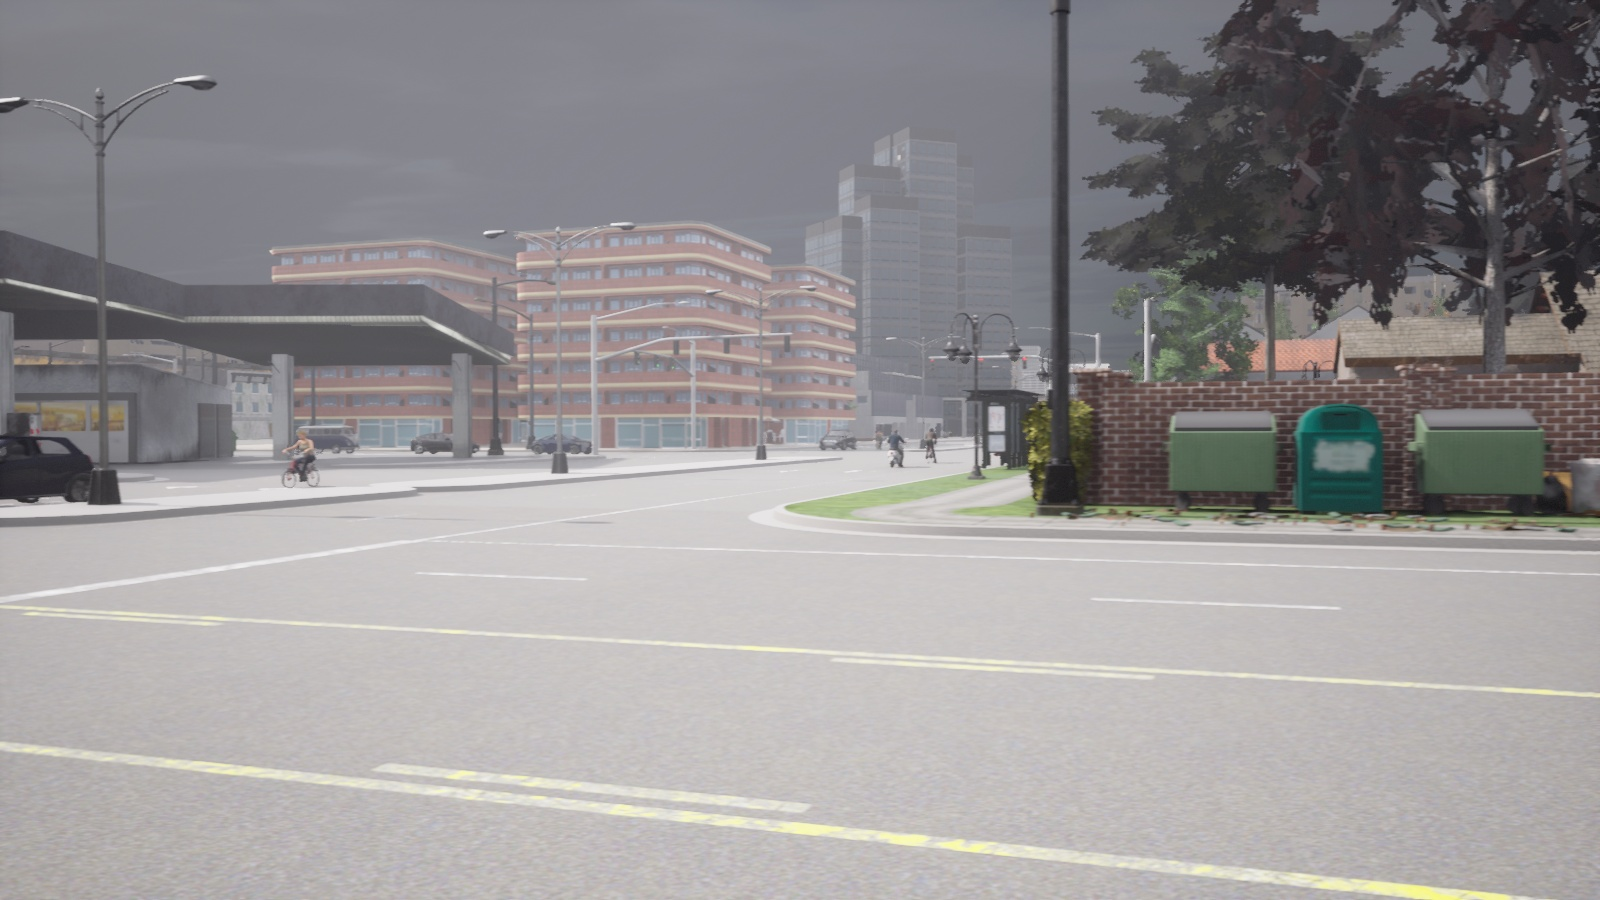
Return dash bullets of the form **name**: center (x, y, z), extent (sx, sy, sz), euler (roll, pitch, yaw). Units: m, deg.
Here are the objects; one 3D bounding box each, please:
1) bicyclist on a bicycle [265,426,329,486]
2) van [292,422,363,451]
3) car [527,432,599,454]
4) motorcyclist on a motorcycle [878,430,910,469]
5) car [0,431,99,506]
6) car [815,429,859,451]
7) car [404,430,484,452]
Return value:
- **bicyclist on a bicycle**: center (-13.951, 0.153, 34.847), extent (0.866, 1.612, 1.509), euler (0, 2, 18)
- **van**: center (-32.862, -0.943, 87.309), extent (4.442, 1.987, 1.775), euler (1, 1, 17)
- **car**: center (-15.415, -0.477, 81.789), extent (4.181, 1.385, 1.994), euler (0, 1, 16)
- **motorcyclist on a motorcycle**: center (3.905, -0.039, 52.079), extent (0.866, 1.590, 1.817), euler (1, 1, 18)
- **car**: center (-16.838, 0.359, 26.145), extent (1.845, 1.501, 3.633), euler (1, 1, 18)
- **car**: center (2.891, -0.780, 96.572), extent (2.033, 1.649, 4.856), euler (1, 1, 18)
- **car**: center (-23.972, -0.617, 84.517), extent (4.792, 1.488, 2.163), euler (1, 1, 17)
